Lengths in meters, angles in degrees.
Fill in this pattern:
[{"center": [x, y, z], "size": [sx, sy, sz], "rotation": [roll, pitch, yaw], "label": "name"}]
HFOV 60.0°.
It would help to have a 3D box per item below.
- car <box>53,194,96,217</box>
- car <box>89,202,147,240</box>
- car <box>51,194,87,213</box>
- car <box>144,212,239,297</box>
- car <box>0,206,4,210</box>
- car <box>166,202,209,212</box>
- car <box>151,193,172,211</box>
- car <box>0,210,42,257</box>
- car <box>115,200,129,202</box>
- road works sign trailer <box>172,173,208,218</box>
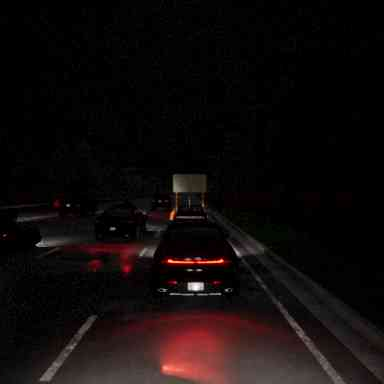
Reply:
[{"center": [-10.622, 1.225, 31.186], "size": [2.150, 2.045, 5.566], "rotation": [0, 0, 0], "label": "car"}, {"center": [-3.507, 1.478, 17.098], "size": [1.882, 1.535, 5.008], "rotation": [0, 0, 0], "label": "car"}, {"center": [-14.189, 1.224, 38.842], "size": [2.150, 2.045, 5.566], "rotation": [0, 0, 0], "label": "car"}, {"center": [0.054, 1.505, 8.595], "size": [1.837, 1.490, 4.892], "rotation": [0, 0, 0], "label": "car"}, {"center": [-14.055, 1.602, 23.099], "size": [1.895, 1.301, 4.718], "rotation": [0, 0, 0], "label": "car"}, {"center": [-0.044, 1.489, 18.981], "size": [2.128, 1.511, 4.902], "rotation": [1, 0, 1], "label": "car"}, {"center": [-3.697, 1.216, 40.705], "size": [2.150, 2.045, 5.566], "rotation": [0, -1, 0], "label": "car"}, {"center": [-6.952, 1.547, 10.976], "size": [2.033, 1.411, 5.357], "rotation": [0, 0, -1], "label": "car"}, {"center": [-7.136, 1.527, 34.038], "size": [1.812, 1.442, 4.674], "rotation": [0, 0, 0], "label": "car"}, {"center": [-0.169, 0.466, 22.851], "size": [2.380, 3.560, 2.880], "rotation": [0, 0, -3], "label": "road works sign trailer"}]
